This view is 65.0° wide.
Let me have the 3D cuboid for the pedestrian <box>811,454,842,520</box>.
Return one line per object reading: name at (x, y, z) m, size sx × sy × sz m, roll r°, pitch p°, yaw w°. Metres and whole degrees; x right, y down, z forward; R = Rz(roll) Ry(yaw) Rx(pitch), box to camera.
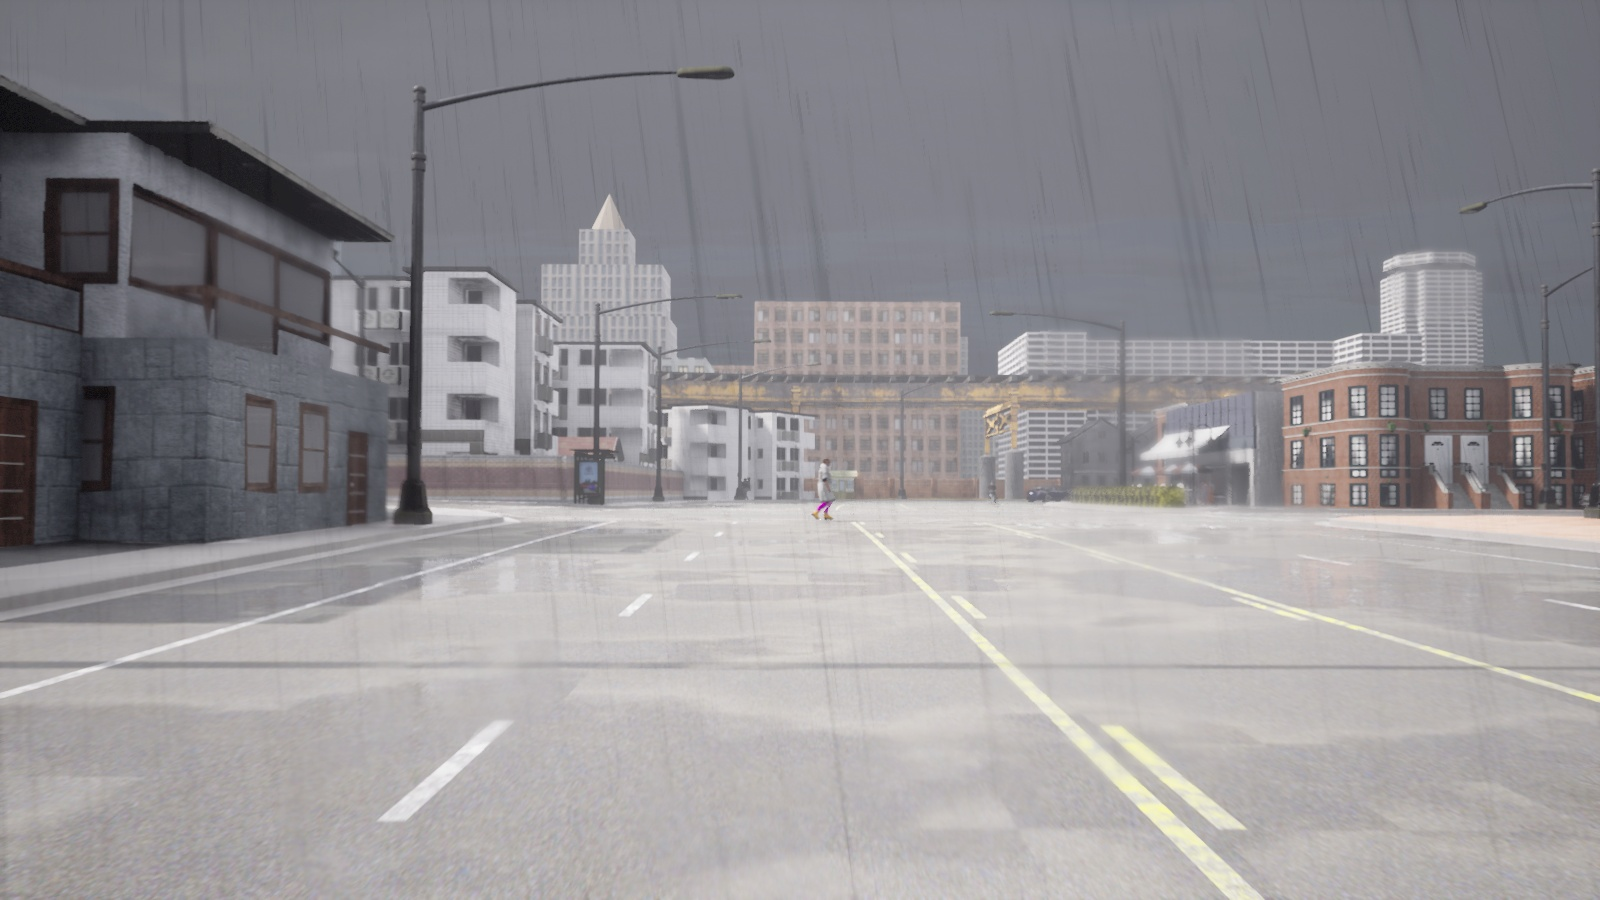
pedestrian at (0.790, 1.109, 37.539) m, size 0.873 × 1.952 × 0.659 m, roll 0°, pitch -2°, yaw -4°
